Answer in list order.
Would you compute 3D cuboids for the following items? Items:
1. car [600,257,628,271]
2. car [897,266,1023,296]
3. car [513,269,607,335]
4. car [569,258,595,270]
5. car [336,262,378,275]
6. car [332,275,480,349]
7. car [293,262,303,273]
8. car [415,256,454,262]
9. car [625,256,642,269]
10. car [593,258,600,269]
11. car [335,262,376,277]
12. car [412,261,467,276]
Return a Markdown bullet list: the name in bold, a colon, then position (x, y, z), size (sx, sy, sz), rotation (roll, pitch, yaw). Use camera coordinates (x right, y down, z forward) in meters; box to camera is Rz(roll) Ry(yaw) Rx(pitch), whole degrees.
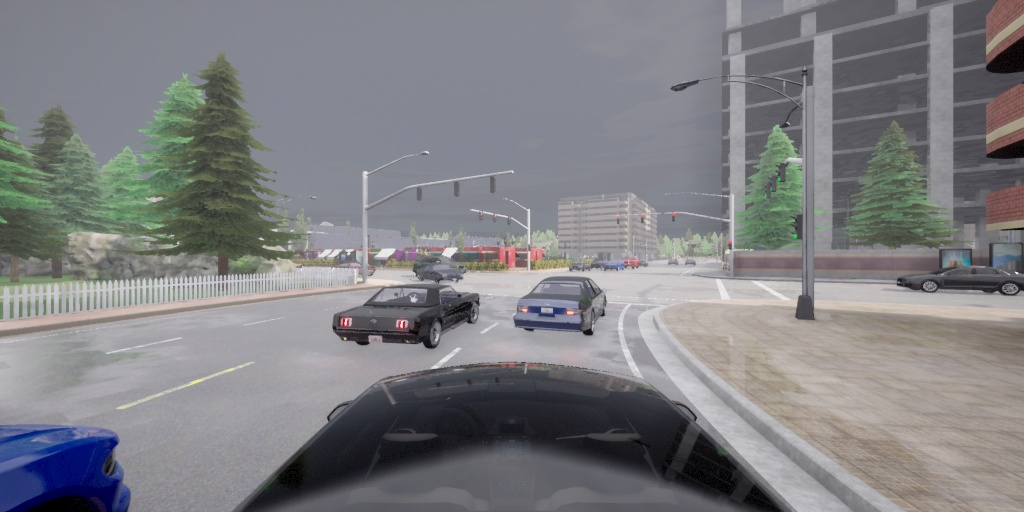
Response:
- **car**: position (14.004, 1.234, 48.945), size (1.882, 1.535, 5.008), rotation (0, 0, 30)
- **car**: position (25.020, 1.313, 20.021), size (4.892, 1.490, 1.837), rotation (0, 0, 30)
- **car**: position (1.667, 1.299, 10.609), size (2.033, 1.411, 5.357), rotation (0, 0, 20)
- **car**: position (8.998, 1.320, 47.226), size (1.994, 1.385, 4.181), rotation (0, 0, 30)
- **car**: position (-17.486, 1.411, 40.368), size (4.718, 1.301, 1.895), rotation (0, 0, 30)
- **car**: position (-2.267, 1.352, 9.249), size (1.895, 1.301, 4.718), rotation (0, 0, 11)
- **car**: position (-25.940, 1.358, 41.218), size (5.357, 1.411, 2.033), rotation (0, 0, 30)
- **car**: position (-6.994, 1.031, 34.365), size (5.566, 2.045, 2.150), rotation (0, 0, 29)
- **car**: position (18.792, 0.980, 57.313), size (2.150, 2.045, 5.566), rotation (0, 0, 30)
- **car**: position (13.338, 1.358, 54.836), size (1.895, 1.301, 4.718), rotation (0, 0, 30)
- **car**: position (-15.647, 1.335, 35.256), size (4.674, 1.442, 1.812), rotation (0, 0, 30)
- **car**: position (-5.774, 1.350, 28.198), size (2.033, 1.411, 5.357), rotation (0, 0, -37)
